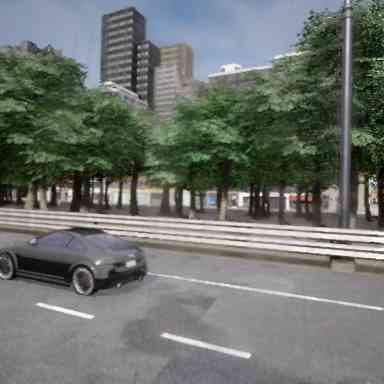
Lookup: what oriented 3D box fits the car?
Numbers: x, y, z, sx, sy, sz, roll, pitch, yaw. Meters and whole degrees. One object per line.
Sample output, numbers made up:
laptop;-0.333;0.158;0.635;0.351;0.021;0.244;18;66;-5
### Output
car;-3.233;1.646;8.837;4.181;1.385;1.994;1;-1;27
